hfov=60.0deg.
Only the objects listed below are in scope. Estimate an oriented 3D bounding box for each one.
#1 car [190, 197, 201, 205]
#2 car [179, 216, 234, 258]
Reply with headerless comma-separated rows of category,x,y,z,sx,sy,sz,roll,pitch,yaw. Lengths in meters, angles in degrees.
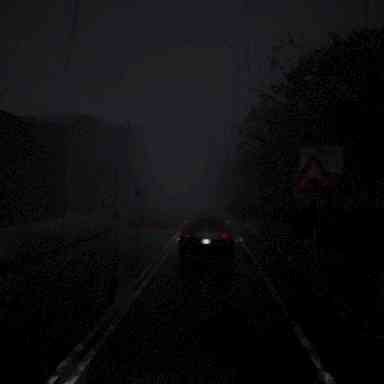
car,0.727,1.766,66.564,2.097,1.767,4.553,0,-1,4
car,0.617,1.648,13.222,1.994,1.385,4.181,0,0,4
